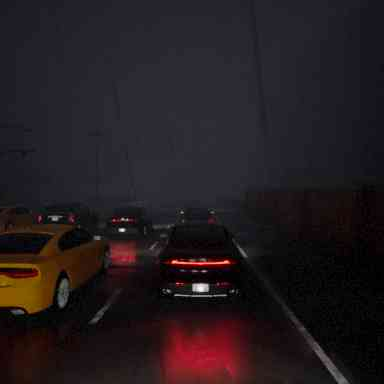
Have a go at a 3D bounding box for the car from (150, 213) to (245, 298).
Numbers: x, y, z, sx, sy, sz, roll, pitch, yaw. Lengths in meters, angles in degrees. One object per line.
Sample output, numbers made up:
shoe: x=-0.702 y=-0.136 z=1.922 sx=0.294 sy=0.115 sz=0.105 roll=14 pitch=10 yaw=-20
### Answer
car: x=0.186 y=1.505 z=8.515 sx=1.837 sy=1.490 sz=4.892 roll=0 pitch=0 yaw=1

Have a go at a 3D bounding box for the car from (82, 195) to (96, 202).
car: x=-23.505 y=1.469 z=76.020 sx=1.994 sy=1.385 sz=4.181 roll=0 pitch=0 yaw=1

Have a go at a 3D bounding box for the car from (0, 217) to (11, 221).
car: x=-6.812 y=1.564 z=8.442 sx=1.994 sy=1.385 sz=4.181 roll=0 pitch=0 yaw=0

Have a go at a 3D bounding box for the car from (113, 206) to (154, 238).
car: x=-3.203 y=1.505 z=17.770 sx=1.837 sy=1.490 sz=4.892 roll=0 pitch=0 yaw=0

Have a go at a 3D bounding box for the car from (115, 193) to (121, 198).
car: x=-19.801 y=1.172 z=86.175 sx=2.097 sy=1.767 sz=4.553 roll=0 pitch=1 yaw=1

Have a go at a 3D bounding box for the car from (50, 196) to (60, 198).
car: x=-27.199 y=1.528 z=66.193 sx=1.994 sy=1.385 sz=4.181 roll=0 pitch=0 yaw=1

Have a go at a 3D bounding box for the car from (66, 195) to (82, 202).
car: x=-27.001 y=1.467 z=76.255 sx=1.994 sy=1.385 sz=4.181 roll=0 pitch=0 yaw=1

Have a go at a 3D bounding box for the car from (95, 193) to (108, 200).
car: x=-23.303 y=1.174 z=86.083 sx=2.097 sy=1.767 sz=4.553 roll=0 pitch=1 yaw=1

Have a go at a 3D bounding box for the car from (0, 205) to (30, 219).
car: x=-10.199 y=1.478 z=18.474 sx=1.882 sy=1.535 sz=5.008 roll=0 pitch=0 yaw=1

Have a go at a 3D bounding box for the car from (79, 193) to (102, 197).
car: x=-20.200 y=1.311 z=66.102 sx=2.097 sy=1.767 sz=4.553 roll=0 pitch=0 yaw=1

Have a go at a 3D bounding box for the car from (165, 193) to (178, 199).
car: x=-5.625 y=1.217 z=94.765 sx=2.128 sy=1.511 sz=4.902 roll=0 pitch=1 yaw=1

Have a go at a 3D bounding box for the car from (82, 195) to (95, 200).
car: x=-26.799 y=1.411 z=86.344 sx=1.895 sy=1.301 sz=4.718 roll=0 pitch=1 yaw=1

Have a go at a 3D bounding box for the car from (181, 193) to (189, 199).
car: x=-2.118 y=1.046 z=95.079 sx=2.097 sy=1.767 sz=4.553 roll=0 pitch=1 yaw=1

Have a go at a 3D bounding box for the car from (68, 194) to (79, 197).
car: x=-23.699 y=1.330 z=66.162 sx=2.097 sy=1.767 sz=4.553 roll=0 pitch=0 yaw=1

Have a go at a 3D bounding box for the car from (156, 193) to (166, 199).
car: x=-9.125 y=1.170 z=94.839 sx=1.882 sy=1.535 sz=5.008 roll=0 pitch=1 yaw=1

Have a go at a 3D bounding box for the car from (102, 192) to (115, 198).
car: x=-20.005 y=1.141 z=75.983 sx=2.150 sy=2.045 sz=5.566 roll=0 pitch=0 yaw=1

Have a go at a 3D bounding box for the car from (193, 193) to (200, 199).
car: x=1.382 y=1.242 z=95.041 sx=1.994 sy=1.385 sz=4.181 roll=0 pitch=1 yaw=1

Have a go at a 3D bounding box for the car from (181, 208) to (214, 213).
car: x=0.305 y=1.564 z=18.632 sx=1.994 sy=1.385 sz=4.181 roll=0 pitch=0 yaw=1

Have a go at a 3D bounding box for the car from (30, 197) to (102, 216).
car: x=-6.698 y=1.352 z=18.462 sx=2.097 sy=1.767 sz=4.553 roll=0 pitch=0 yaw=1

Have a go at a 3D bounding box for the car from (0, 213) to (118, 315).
car: x=-3.324 y=1.478 z=7.691 sx=1.882 sy=1.535 sz=5.008 roll=0 pitch=0 yaw=1
